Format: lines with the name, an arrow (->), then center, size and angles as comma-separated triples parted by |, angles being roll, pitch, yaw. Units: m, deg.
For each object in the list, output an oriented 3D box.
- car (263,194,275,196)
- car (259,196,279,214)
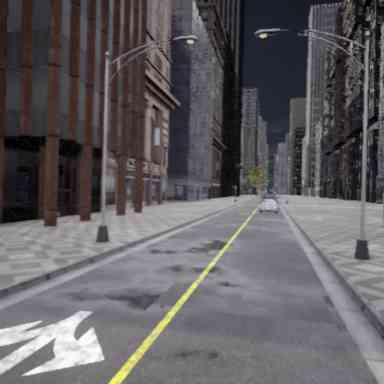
car -> 10.815, 1.229, 46.697 | 2.150, 2.045, 5.566 | 1, 1, 13
car -> 8.388, 1.532, 36.265 | 1.812, 1.442, 4.674 | 2, 0, 14
